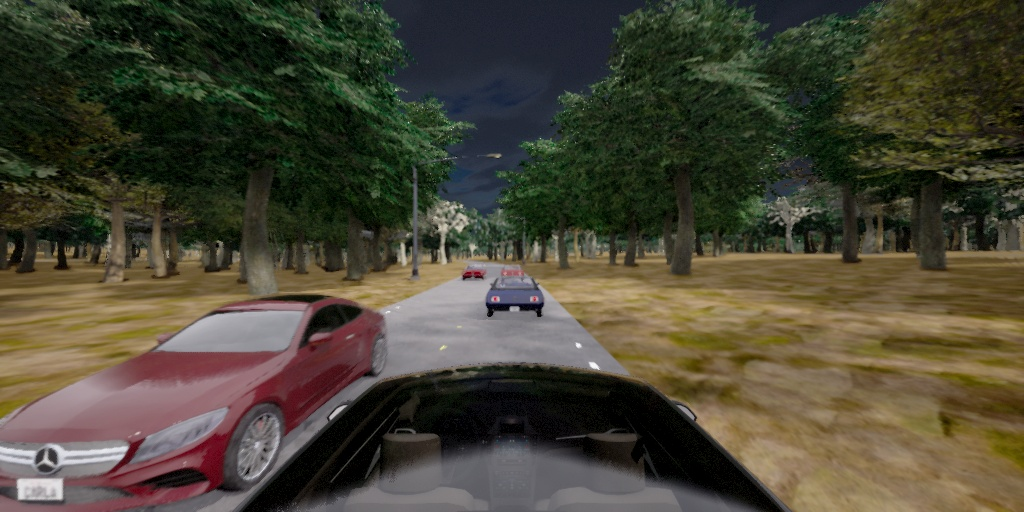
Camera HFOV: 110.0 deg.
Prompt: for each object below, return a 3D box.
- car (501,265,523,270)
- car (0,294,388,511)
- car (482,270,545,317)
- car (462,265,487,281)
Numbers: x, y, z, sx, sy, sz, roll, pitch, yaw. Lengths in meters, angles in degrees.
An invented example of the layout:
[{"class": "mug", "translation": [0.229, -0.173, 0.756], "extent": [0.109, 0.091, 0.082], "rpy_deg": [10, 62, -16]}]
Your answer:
[{"class": "car", "translation": [-0.022, 1.406, 30.888], "extent": [1.895, 1.301, 4.718], "rpy_deg": [0, 0, -1]}, {"class": "car", "translation": [-3.100, 1.283, 4.685], "extent": [1.812, 1.442, 4.674], "rpy_deg": [0, 0, 0]}, {"class": "car", "translation": [0.099, 1.376, 13.388], "extent": [1.895, 1.301, 4.718], "rpy_deg": [0, 0, 0]}, {"class": "car", "translation": [-3.119, 1.404, 30.424], "extent": [1.895, 1.301, 4.718], "rpy_deg": [0, 0, -1]}]
